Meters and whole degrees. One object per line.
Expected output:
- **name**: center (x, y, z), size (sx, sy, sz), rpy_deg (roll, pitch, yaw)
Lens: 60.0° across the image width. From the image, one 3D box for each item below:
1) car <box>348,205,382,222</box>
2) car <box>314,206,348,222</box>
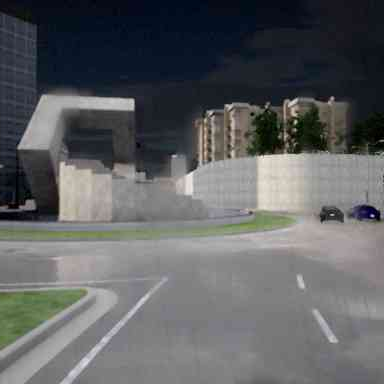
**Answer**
- **car**: center (16.003, 1.952, 31.254), size (1.812, 1.442, 4.674), rpy_deg (1, -1, 6)
- **car**: center (12.440, 1.971, 30.439), size (1.994, 1.385, 4.181), rpy_deg (0, -1, 12)
